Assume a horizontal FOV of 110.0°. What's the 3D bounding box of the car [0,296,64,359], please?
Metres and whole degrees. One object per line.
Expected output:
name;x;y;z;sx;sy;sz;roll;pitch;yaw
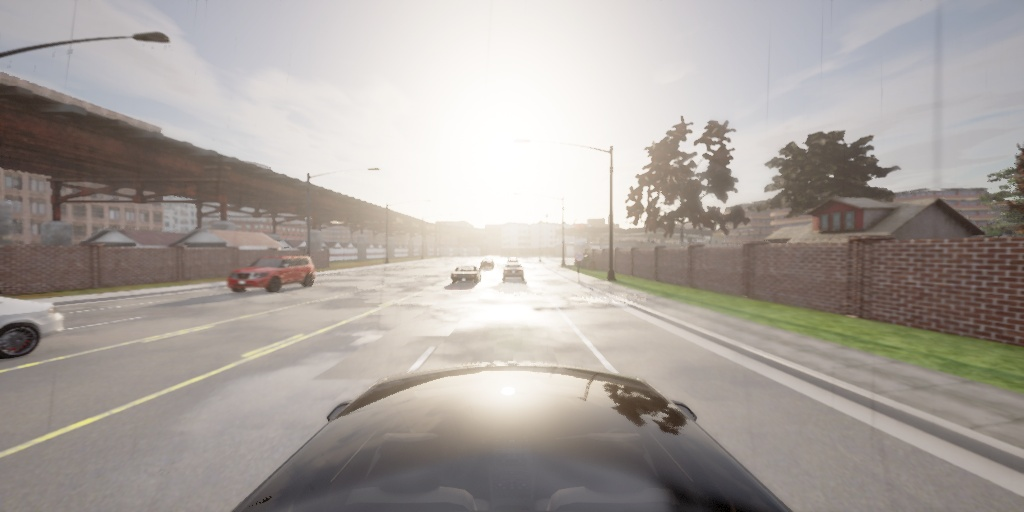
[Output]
car;-10.592;1.292;5.767;1.812;1.442;4.674;0;0;0

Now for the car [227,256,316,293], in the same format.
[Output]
car;-14.068;1.018;21.466;2.150;2.045;5.566;0;0;0

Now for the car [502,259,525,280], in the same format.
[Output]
car;0.117;1.286;30.906;2.033;1.411;5.357;0;1;0

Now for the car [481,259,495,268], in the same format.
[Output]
car;-3.375;1.033;50.383;1.895;1.301;4.718;0;1;0

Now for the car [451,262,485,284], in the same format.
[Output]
car;-3.387;1.368;27.447;1.895;1.301;4.718;0;0;0
